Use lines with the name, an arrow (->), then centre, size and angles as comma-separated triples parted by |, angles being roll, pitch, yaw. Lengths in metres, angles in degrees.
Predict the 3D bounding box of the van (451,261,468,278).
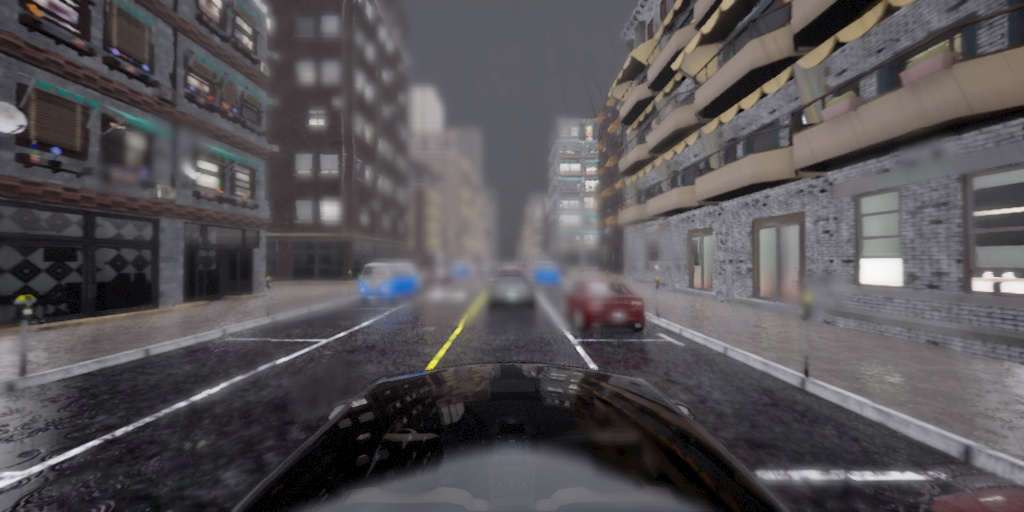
van -> -5.809, 1.466, 39.379 | 1.690, 1.789, 3.998 | 0, 0, 0

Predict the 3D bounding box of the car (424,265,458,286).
car -> -5.695, 1.595, 28.111 | 1.802, 1.307, 4.207 | 0, 0, 0

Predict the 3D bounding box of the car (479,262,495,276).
car -> -3.027, 1.669, 44.410 | 2.128, 1.511, 4.902 | 0, -1, 0

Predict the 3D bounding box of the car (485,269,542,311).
car -> 0.019, 1.451, 15.376 | 1.994, 1.385, 4.181 | 0, 0, 0

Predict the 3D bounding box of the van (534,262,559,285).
van -> 2.686, 1.354, 28.108 | 1.690, 1.789, 3.998 | 0, 0, 0

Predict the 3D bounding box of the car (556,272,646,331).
car -> 2.687, 1.390, 11.201 | 1.888, 1.381, 4.507 | 0, 0, 0

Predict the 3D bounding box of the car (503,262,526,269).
car -> 0.020, 1.521, 31.118 | 1.882, 1.535, 5.008 | 0, 0, 0

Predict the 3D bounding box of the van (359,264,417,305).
van -> -5.693, 1.241, 16.839 | 1.690, 1.789, 3.998 | 0, 0, 0
